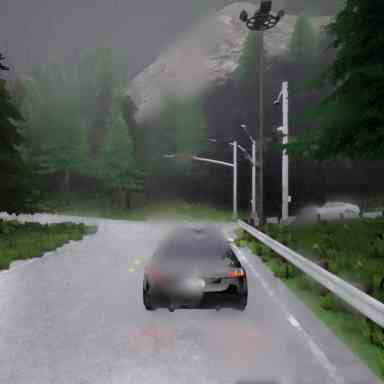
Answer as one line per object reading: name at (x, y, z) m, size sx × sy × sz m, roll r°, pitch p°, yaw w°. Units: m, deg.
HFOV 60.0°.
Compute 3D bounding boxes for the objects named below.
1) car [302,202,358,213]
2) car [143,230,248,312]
car at (12.008, 1.644, 28.990) m, size 4.674 × 1.442 × 1.812 m, roll -5°, pitch -2°, yaw 13°
car at (0.075, 1.564, 7.782) m, size 1.994 × 1.385 × 4.181 m, roll 0°, pitch 0°, yaw 1°
